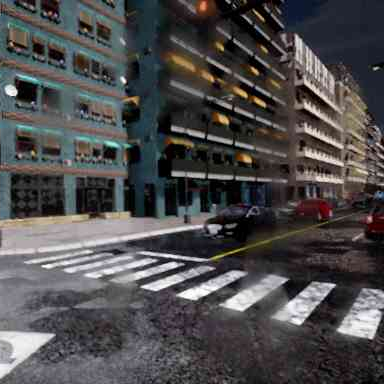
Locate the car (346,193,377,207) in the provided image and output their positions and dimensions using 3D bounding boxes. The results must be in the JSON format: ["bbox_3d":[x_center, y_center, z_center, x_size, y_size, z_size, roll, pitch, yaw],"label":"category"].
[{"bbox_3d":[21.471,1.183,42.006,2.033,1.411,5.357,-1,0,36],"label":"car"}]

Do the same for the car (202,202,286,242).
[{"bbox_3d":[2.385,1.384,15.894,2.128,1.511,4.902,-1,0,38],"label":"car"}]

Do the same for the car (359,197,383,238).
[{"bbox_3d":[9.242,1.196,15.294,1.967,1.590,4.097,-1,0,36],"label":"car"}]

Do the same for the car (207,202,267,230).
[{"bbox_3d":[3.024,1.448,21.331,1.887,1.381,4.507,-1,0,36],"label":"car"}]

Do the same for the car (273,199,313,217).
[{"bbox_3d":[9.040,1.372,29.447,2.008,1.369,4.403,-1,0,36],"label":"car"}]

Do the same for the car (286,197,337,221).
[{"bbox_3d":[9.175,1.278,25.242,1.882,1.535,5.008,-1,0,36],"label":"car"}]

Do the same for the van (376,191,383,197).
[{"bbox_3d":[42.361,0.737,75.253,1.690,1.788,3.998,-1,0,36],"label":"van"}]
